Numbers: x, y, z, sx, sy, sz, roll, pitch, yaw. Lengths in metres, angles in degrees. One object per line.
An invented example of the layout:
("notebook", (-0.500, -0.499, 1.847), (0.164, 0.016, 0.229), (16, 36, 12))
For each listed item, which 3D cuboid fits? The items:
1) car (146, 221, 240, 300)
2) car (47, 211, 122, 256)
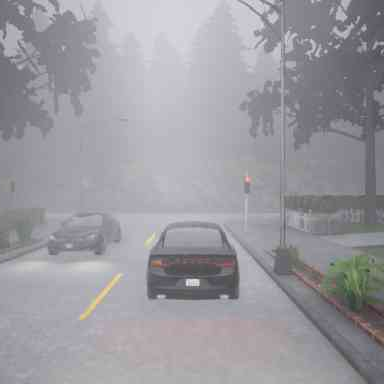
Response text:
("car", (0.041, 1.478, 8.461), (1.882, 1.535, 5.008), (0, 0, 1))
("car", (-4.065, 1.525, 13.348), (1.812, 1.442, 4.674), (0, 0, 0))
